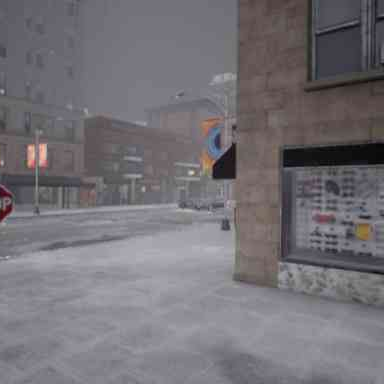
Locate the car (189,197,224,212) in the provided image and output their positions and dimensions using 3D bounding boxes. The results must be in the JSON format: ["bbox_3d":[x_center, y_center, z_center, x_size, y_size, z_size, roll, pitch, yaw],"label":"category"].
[{"bbox_3d":[2.136,1.305,36.606,1.837,1.490,4.892,1,1,36],"label":"car"}]

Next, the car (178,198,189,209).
[{"bbox_3d":[0.161,1.334,39.426,1.994,1.385,4.181,1,0,36],"label":"car"}]
